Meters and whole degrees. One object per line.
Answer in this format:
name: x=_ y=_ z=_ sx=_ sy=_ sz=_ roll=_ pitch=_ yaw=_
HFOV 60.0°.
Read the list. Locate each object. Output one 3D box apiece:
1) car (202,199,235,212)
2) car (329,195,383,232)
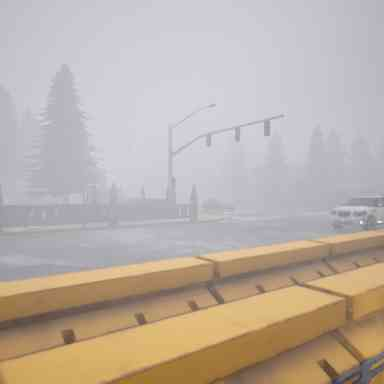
car: x=3.052 y=1.526 z=39.655 sx=1.812 sy=1.442 sz=4.674 roll=0 pitch=0 yaw=-35
car: x=10.700 y=1.221 z=20.243 sx=5.566 sy=2.045 sz=2.150 roll=0 pitch=0 yaw=-36
